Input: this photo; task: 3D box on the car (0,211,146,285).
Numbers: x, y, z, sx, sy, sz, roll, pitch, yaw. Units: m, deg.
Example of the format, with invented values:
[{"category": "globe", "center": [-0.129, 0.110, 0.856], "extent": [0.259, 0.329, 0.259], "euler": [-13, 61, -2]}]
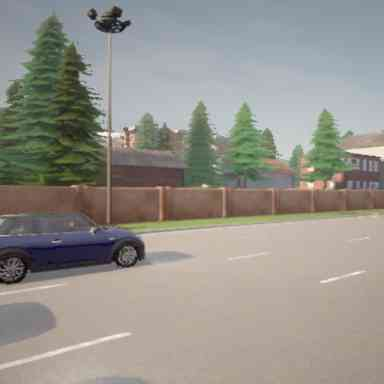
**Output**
[{"category": "car", "center": [-3.626, 1.357, 9.767], "extent": [4.553, 1.767, 2.097], "euler": [0, 0, -35]}]
